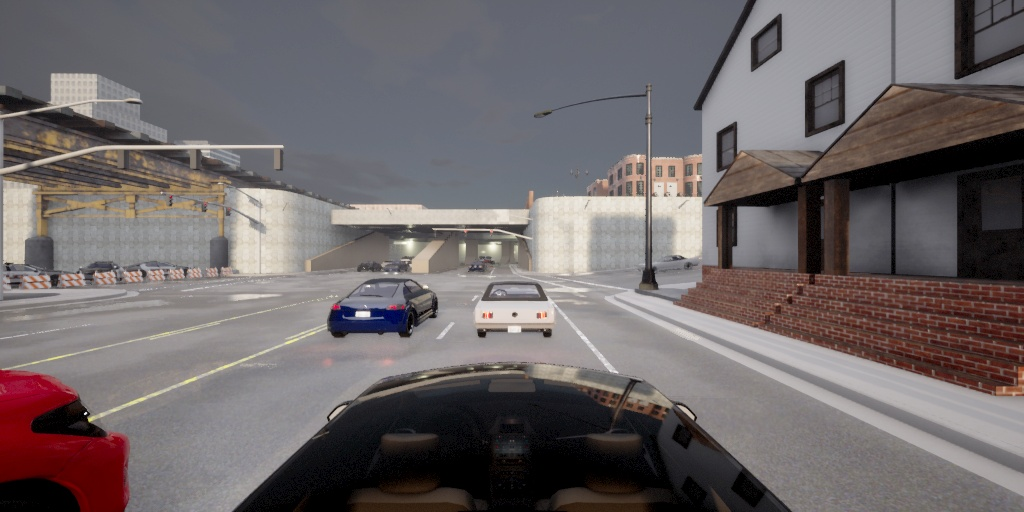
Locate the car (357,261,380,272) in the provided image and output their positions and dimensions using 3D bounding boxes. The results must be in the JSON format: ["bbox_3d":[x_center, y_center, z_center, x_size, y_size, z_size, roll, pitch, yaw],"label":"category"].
[{"bbox_3d":[-18.345,1.314,46.267,1.994,1.385,4.181,0,0,-1],"label":"car"}]

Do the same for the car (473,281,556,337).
[{"bbox_3d":[0.070,1.351,10.239,1.895,1.301,4.718,0,0,0],"label":"car"}]

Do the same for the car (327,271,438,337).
[{"bbox_3d":[-3.432,1.314,10.284,1.994,1.385,4.181,0,0,0],"label":"car"}]

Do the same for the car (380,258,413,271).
[{"bbox_3d":[-14.848,1.297,46.355,2.033,1.411,5.357,0,0,-1],"label":"car"}]

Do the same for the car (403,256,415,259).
[{"bbox_3d":[-15.092,1.241,55.958,2.128,1.511,4.902,0,0,-1],"label":"car"}]

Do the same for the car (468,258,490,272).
[{"bbox_3d":[-4.289,1.297,45.024,2.033,1.411,5.357,0,0,1],"label":"car"}]

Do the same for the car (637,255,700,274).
[{"bbox_3d":[13.051,0.665,30.220,4.718,1.301,1.895,-7,0,0],"label":"car"}]
